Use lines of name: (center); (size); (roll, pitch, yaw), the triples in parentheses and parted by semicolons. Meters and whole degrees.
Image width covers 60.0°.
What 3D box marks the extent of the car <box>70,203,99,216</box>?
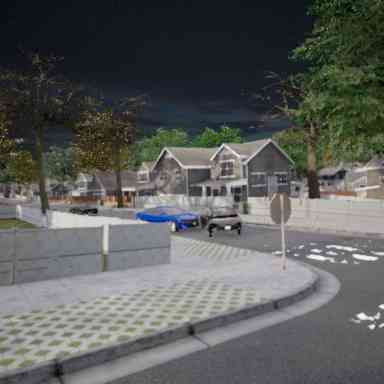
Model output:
car: (-11.754, 1.937, 36.294); (1.895, 1.301, 4.718); (-3, 1, -35)

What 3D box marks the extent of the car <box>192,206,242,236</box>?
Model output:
car: (1.534, 1.591, 19.523); (2.128, 1.511, 4.902); (-3, 1, -7)

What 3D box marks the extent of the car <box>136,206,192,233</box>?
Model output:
car: (-1.666, 1.668, 21.775); (5.008, 1.535, 1.882); (-1, 2, 44)
